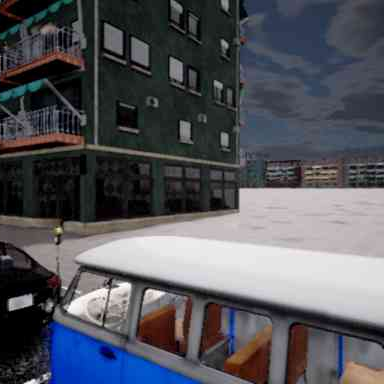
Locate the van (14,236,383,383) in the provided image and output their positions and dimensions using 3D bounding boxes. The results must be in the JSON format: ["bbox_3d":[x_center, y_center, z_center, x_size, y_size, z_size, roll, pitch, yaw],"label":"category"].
[{"bbox_3d":[0.572,1.336,2.467,3.998,1.788,1.690,0,0,35],"label":"van"}]

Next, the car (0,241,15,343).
[{"bbox_3d":[-4.022,1.525,5.735,4.313,1.339,1.947,0,0,35],"label":"car"}]
